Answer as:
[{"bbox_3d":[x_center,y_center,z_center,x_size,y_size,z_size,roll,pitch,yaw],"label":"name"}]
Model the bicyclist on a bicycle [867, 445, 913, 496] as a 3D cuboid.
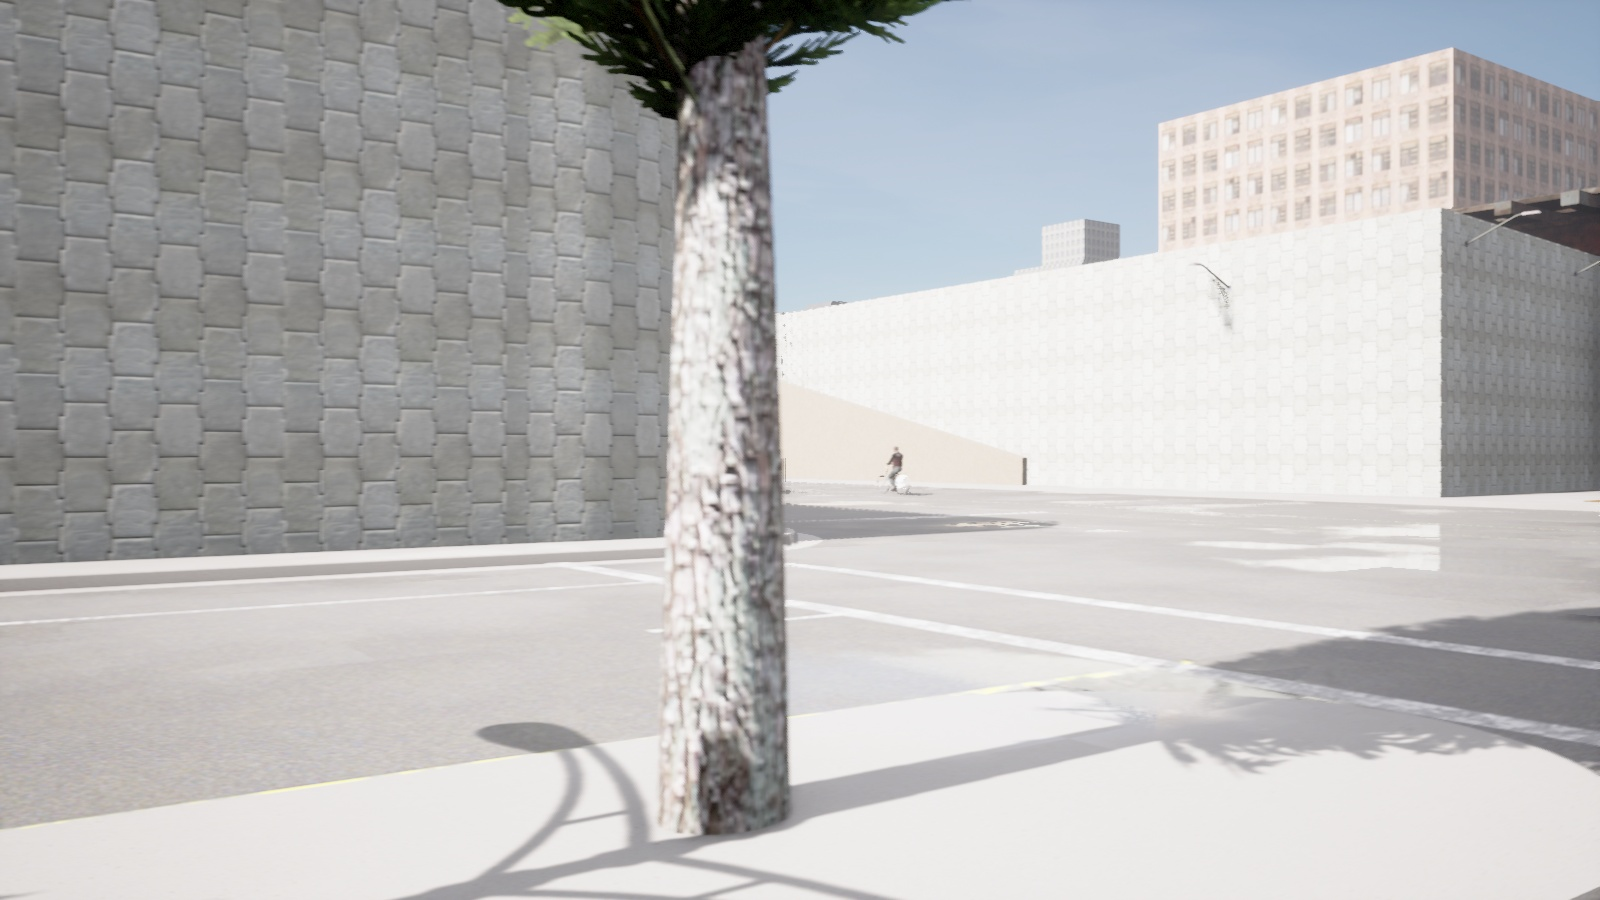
[{"bbox_3d":[3.211,0.719,45.040,0.659,1.776,1.843,0,0,-34],"label":"bicyclist on a bicycle"}]
